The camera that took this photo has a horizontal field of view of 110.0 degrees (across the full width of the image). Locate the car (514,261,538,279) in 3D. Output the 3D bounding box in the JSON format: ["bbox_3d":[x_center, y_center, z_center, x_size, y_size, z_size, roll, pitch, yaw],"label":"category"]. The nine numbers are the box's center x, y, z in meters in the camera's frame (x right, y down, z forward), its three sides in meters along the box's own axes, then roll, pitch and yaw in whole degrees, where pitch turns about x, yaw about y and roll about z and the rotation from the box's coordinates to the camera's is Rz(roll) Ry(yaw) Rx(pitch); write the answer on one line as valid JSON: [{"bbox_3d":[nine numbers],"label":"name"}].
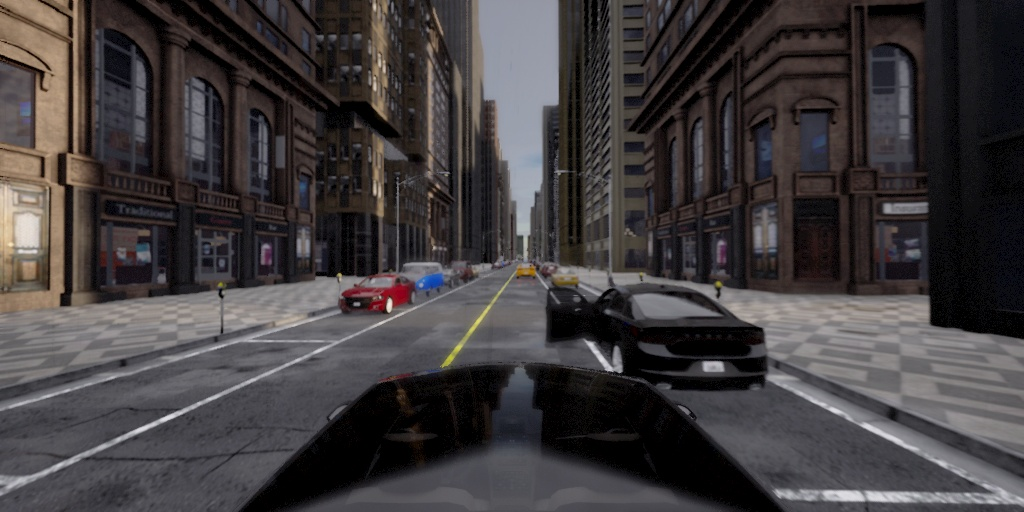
[{"bbox_3d":[1.472,1.538,37.604,1.882,1.535,5.008,0,-1,2],"label":"car"}]

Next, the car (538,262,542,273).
[{"bbox_3d":[4.331,1.672,42.286,1.802,1.307,4.207,0,0,2],"label":"car"}]

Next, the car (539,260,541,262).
[{"bbox_3d":[4.544,1.665,48.070,1.751,1.417,4.829,0,0,2],"label":"car"}]

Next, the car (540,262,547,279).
[{"bbox_3d":[4.124,1.623,36.671,1.802,1.307,4.207,0,0,2],"label":"car"}]

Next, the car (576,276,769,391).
[{"bbox_3d":[2.624,1.263,6.986,1.882,1.535,5.008,0,-1,2],"label":"car"}]

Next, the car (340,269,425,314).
[{"bbox_3d":[-5.224,1.429,14.514,1.888,1.381,4.507,0,0,2],"label":"car"}]

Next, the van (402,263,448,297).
[{"bbox_3d":[-5.017,1.274,20.129,1.690,1.789,3.998,0,0,2],"label":"van"}]

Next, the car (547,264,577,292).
[{"bbox_3d":[3.716,1.469,25.612,1.751,1.417,4.829,0,0,2],"label":"car"}]

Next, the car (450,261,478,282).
[{"bbox_3d":[-4.603,1.345,31.358,2.192,1.841,5.009,0,0,2],"label":"car"}]

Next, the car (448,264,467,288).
[{"bbox_3d":[-4.810,1.532,25.743,2.007,1.370,4.403,0,0,2],"label":"car"}]
